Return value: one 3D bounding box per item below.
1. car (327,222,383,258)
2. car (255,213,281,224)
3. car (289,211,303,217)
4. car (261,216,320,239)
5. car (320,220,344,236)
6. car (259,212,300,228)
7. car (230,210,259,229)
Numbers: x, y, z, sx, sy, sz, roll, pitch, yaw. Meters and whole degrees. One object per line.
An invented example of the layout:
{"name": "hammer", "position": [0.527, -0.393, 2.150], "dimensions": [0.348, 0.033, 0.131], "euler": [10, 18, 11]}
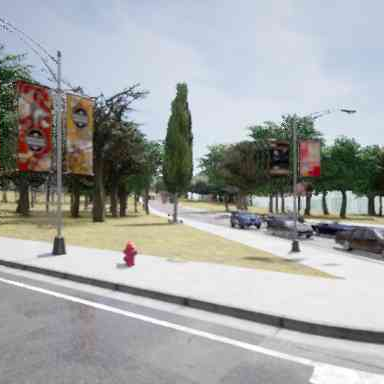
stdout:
{"name": "car", "position": [9.785, 2.581, 17.623], "dimensions": [2.033, 1.411, 5.357], "euler": [0, -2, -11]}
{"name": "car", "position": [10.812, 3.747, 47.718], "dimensions": [1.837, 1.490, 4.892], "euler": [0, -3, -11]}
{"name": "car", "position": [14.108, 3.568, 47.785], "dimensions": [2.097, 1.767, 4.553], "euler": [0, -3, -11]}
{"name": "car", "position": [7.920, 2.971, 27.487], "dimensions": [2.033, 1.411, 5.357], "euler": [0, -2, -11]}
{"name": "car", "position": [11.427, 2.954, 26.427], "dimensions": [1.895, 1.301, 4.718], "euler": [0, -2, -11]}
{"name": "car", "position": [9.506, 3.283, 36.588], "dimensions": [1.837, 1.490, 4.892], "euler": [0, -2, -11]}
{"name": "car", "position": [5.945, 3.087, 37.929], "dimensions": [2.150, 2.045, 5.566], "euler": [0, -3, -11]}
